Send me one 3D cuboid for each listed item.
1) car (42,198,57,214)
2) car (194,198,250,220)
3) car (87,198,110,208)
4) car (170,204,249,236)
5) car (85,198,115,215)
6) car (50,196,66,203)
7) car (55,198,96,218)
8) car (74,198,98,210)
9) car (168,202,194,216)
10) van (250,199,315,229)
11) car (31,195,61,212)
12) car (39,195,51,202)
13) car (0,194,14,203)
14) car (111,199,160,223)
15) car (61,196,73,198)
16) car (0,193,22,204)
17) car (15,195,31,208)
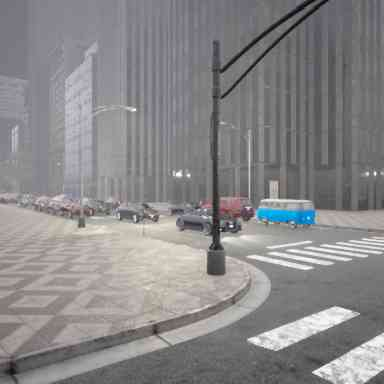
[{"bbox_3d":[-14.136,1.606,35.115,1.802,1.307,4.206,0,0,-36],"label":"car"},{"bbox_3d":[2.744,1.352,26.461,2.192,1.841,5.009,0,0,-36],"label":"car"},{"bbox_3d":[-13.891,1.602,49.233,1.802,1.307,4.206,0,0,-36],"label":"car"},{"bbox_3d":[0.872,1.600,18.924,1.994,1.385,4.181,0,0,-36],"label":"car"},{"bbox_3d":[-9.831,1.532,33.587,1.837,1.490,4.892,0,0,-36],"label":"car"},{"bbox_3d":[-27.298,1.511,67.589,1.752,1.417,4.829,0,0,-36],"label":"car"},{"bbox_3d":[-10.809,1.572,30.561,1.887,1.381,4.507,0,0,-36],"label":"car"},{"bbox_3d":[-14.436,1.547,45.220,1.812,1.442,4.674,0,0,-36],"label":"car"},{"bbox_3d":[-0.583,1.599,31.016,1.947,1.339,4.313,0,0,-36],"label":"car"},{"bbox_3d":[6.072,1.379,21.906,1.690,1.788,3.998,0,0,-36],"label":"van"},{"bbox_3d":[-17.462,1.461,39.669,1.967,1.590,4.097,0,0,-36],"label":"car"},{"bbox_3d":[-33.967,1.482,76.727,1.752,1.417,4.829,0,0,-35],"label":"car"},{"bbox_3d":[-37.422,1.285,66.992,2.192,1.841,5.009,0,0,-36],"label":"car"},{"bbox_3d":[-4.312,1.537,26.021,1.837,1.490,4.892,0,0,-36],"label":"car"},{"bbox_3d":[-15.613,1.547,41.570,1.812,1.442,4.674,0,0,-36],"label":"car"},{"bbox_3d":[-34.095,1.298,62.438,2.192,1.841,5.009,0,0,-36],"label":"car"},{"bbox_3d":[-24.115,1.562,48.776,2.008,1.369,4.403,0,0,-36],"label":"car"}]
